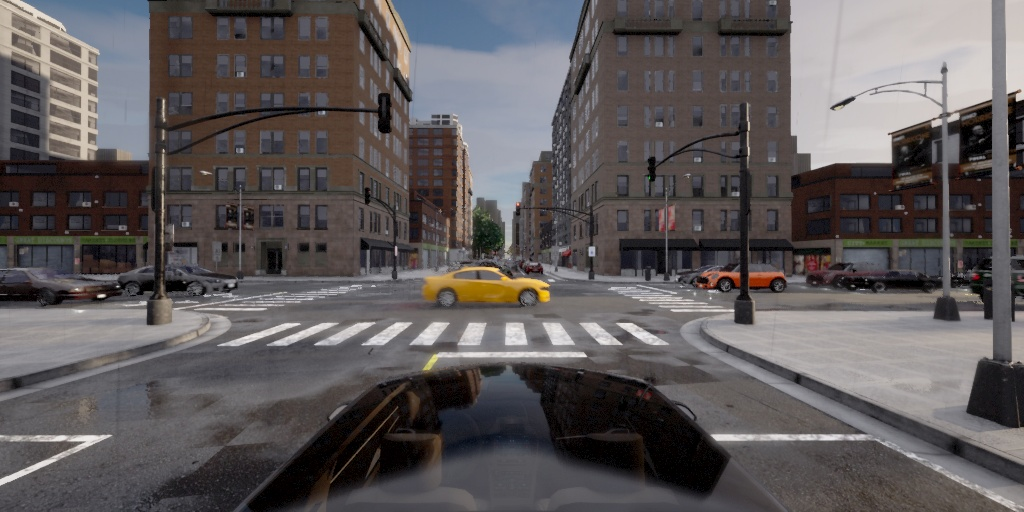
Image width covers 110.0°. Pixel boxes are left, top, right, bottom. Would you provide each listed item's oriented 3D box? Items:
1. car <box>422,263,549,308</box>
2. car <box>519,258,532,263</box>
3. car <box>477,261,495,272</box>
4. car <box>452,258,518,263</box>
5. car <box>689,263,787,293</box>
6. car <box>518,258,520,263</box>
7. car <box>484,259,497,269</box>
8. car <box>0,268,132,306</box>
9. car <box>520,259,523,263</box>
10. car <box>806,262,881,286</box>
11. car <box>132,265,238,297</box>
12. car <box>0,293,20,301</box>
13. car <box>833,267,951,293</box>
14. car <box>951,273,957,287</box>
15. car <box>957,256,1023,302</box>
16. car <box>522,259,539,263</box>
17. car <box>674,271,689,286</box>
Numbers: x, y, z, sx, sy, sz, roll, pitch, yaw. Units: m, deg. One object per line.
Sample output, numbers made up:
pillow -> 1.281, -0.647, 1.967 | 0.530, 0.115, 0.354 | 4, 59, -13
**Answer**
car -> -1.011, 1.186, 14.347 | 5.008, 1.535, 1.882 | 0, 0, 0
car -> 2.334, 1.325, 51.123 | 1.751, 1.417, 4.829 | 0, 0, -1
car -> -3.376, 1.339, 47.395 | 2.033, 1.411, 5.357 | 0, 0, -1
car -> -1.866, 1.110, 24.120 | 2.097, 1.767, 4.553 | 0, 0, 33
car -> 13.391, 1.181, 21.163 | 4.553, 1.767, 2.097 | 0, 0, 0
car -> -0.243, 1.293, 51.908 | 2.128, 1.511, 4.902 | 0, 0, -1
car -> -3.487, 1.321, 57.776 | 1.837, 1.490, 4.892 | 0, 0, 0
car -> -18.940, 1.182, 14.207 | 5.357, 1.411, 2.033 | 0, 0, 0
car -> 2.399, 1.354, 45.446 | 1.948, 1.339, 4.313 | 0, 0, -1
car -> 22.885, 1.249, 24.486 | 4.553, 1.767, 2.097 | 0, 0, -1
car -> -16.189, 1.164, 17.502 | 4.902, 1.511, 2.128 | 0, 0, -1
car -> -5.855, 1.190, 1.486 | 1.967, 1.591, 4.097 | 0, 0, 0
car -> 22.377, 1.470, 21.232 | 4.718, 1.301, 1.895 | 0, 0, -1
car -> 32.769, 1.447, 24.556 | 4.892, 1.490, 1.837 | 0, 0, 0
car -> 22.236, 1.038, 14.533 | 5.566, 2.045, 2.150 | 0, 0, 0
car -> 2.461, 1.324, 39.940 | 1.888, 1.381, 4.507 | 0, 0, -1
car -> 13.691, 1.347, 24.431 | 4.902, 1.511, 2.128 | 0, 0, 0
